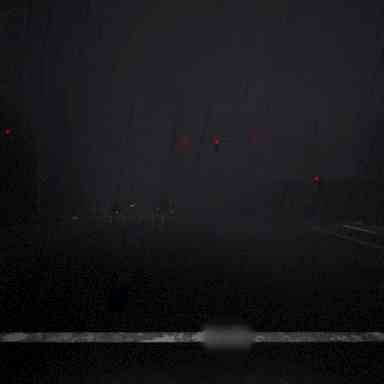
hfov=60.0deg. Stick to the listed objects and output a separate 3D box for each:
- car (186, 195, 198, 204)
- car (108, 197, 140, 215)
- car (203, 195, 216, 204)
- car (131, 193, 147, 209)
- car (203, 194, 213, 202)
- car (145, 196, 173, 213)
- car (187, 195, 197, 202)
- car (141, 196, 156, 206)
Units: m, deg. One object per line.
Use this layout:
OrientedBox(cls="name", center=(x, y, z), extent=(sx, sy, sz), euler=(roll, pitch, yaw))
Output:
OrientedBox(cls="car", center=(-0.010, 1.500, 63.678), extent=(1.837, 1.490, 4.892), euler=(0, 0, 0))
OrientedBox(cls="car", center=(-7.105, 1.545, 34.172), extent=(2.033, 1.411, 5.357), euler=(0, 0, 0))
OrientedBox(cls="car", center=(3.595, 1.543, 64.145), extent=(2.033, 1.411, 5.357), euler=(0, 0, 0))
OrientedBox(cls="car", center=(-7.107, 1.218, 44.360), extent=(2.150, 2.045, 5.566), euler=(0, 0, 0))
OrientedBox(cls="car", center=(3.491, 1.350, 74.367), extent=(2.097, 1.767, 4.553), euler=(0, 0, 0))
OrientedBox(cls="car", center=(-3.604, 1.489, 37.608), extent=(2.128, 1.511, 4.902), euler=(0, 0, 0))
OrientedBox(cls="car", center=(-0.011, 1.408, 73.788), extent=(1.994, 1.385, 4.181), euler=(0, 0, 0))
OrientedBox(cls="car", center=(-7.098, 1.501, 54.753), extent=(1.837, 1.490, 4.892), euler=(0, 0, 0))
